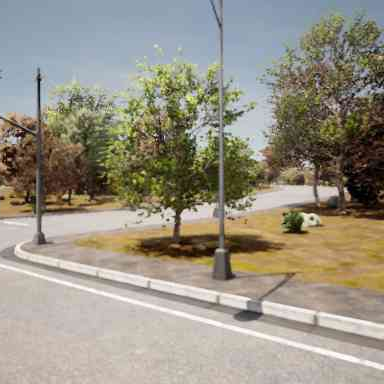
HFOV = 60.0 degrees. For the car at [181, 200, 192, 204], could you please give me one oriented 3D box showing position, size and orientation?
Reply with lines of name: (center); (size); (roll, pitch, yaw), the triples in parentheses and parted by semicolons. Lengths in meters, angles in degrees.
car: (-1.971, 1.306, 44.863); (1.895, 1.301, 4.718); (-1, 2, 38)
